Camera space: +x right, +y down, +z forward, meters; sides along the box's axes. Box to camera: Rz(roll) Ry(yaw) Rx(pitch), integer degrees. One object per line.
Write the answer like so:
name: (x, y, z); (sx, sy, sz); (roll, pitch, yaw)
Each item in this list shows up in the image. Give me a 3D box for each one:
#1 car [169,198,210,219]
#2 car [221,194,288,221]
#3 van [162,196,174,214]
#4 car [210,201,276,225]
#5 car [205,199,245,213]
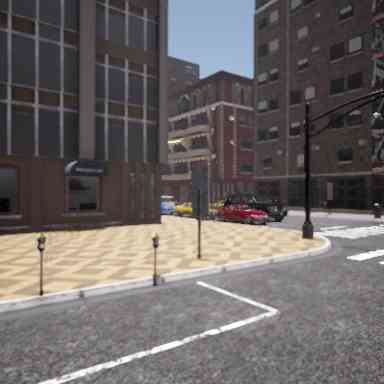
car: (0.315, 1.469, 27.995); (1.752, 1.417, 4.829); (1, 0, -36)
car: (4.837, 1.186, 26.135); (2.150, 2.045, 5.566); (0, 0, -36)
van: (-3.084, 1.276, 32.737); (1.690, 1.788, 3.998); (0, 0, -36)
car: (3.515, 1.536, 23.531); (1.802, 1.307, 4.206); (1, 0, -36)
car: (3.626, 1.503, 37.758); (1.752, 1.417, 4.829); (0, 0, -36)
